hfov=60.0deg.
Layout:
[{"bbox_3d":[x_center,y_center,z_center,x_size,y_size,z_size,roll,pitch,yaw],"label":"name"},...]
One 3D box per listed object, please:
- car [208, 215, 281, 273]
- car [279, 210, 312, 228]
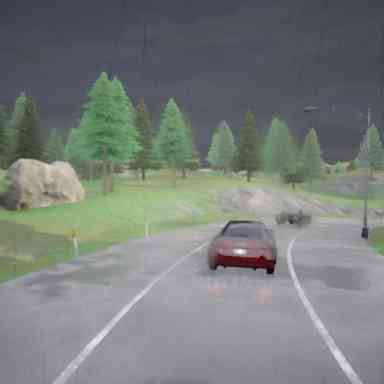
[{"bbox_3d":[1.783,1.630,11.072,1.994,1.385,4.181,1,0,13],"label":"car"},{"bbox_3d":[8.248,2.061,26.625,1.895,1.301,4.718,2,-1,31],"label":"car"}]
